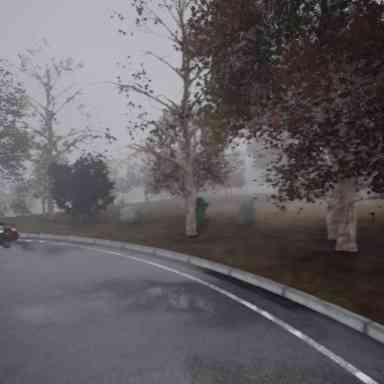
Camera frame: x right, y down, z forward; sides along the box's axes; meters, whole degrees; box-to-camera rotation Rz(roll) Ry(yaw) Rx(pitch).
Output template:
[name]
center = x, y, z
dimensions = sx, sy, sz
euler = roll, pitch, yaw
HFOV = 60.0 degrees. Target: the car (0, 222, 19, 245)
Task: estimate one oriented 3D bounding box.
[car]
center = -10.112, 1.681, 14.438
dimensions = 5.357, 1.411, 2.033
euler = -1, 0, 21
